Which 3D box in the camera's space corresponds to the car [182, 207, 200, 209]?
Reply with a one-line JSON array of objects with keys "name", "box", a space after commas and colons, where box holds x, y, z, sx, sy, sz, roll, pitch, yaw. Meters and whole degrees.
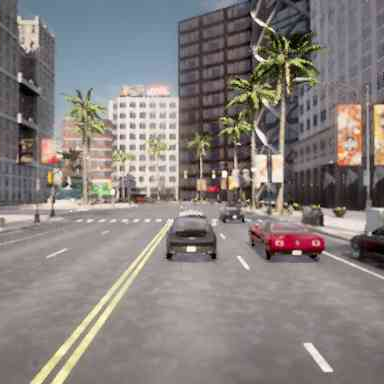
[{"name": "car", "box": [-0.071, 1.913, 28.221, 1.895, 1.301, 4.718, 0, -1, 0]}]

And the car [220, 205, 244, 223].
[{"name": "car", "box": [3.432, 1.845, 28.874, 1.812, 1.442, 4.674, 0, 0, 0]}]

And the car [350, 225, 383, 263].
[{"name": "car", "box": [6.670, 1.626, 10.046, 2.161, 1.482, 4.786, 0, -1, -1]}]

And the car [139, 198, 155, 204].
[{"name": "car", "box": [-11.919, 2.556, 91.029, 1.994, 1.385, 4.181, 1, -1, -41]}]

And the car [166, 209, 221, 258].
[{"name": "car", "box": [-0.015, 1.657, 13.480, 1.837, 1.490, 4.892, 0, 0, 0]}]

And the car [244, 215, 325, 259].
[{"name": "car", "box": [3.483, 1.749, 13.234, 1.895, 1.301, 4.718, 0, -1, 0]}]
